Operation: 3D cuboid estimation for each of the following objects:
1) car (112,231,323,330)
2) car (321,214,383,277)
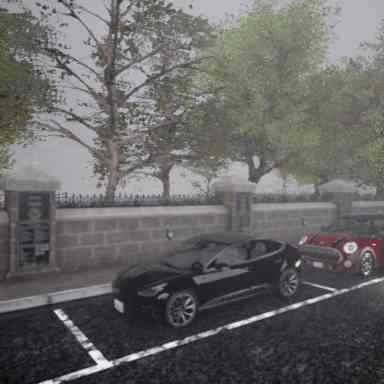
[{"bbox_3d":[0.530,1.566,6.936,4.313,1.339,1.947,0,0,-36],"label":"car"},{"bbox_3d":[5.039,1.441,10.153,4.097,1.590,1.967,0,0,-36],"label":"car"}]
